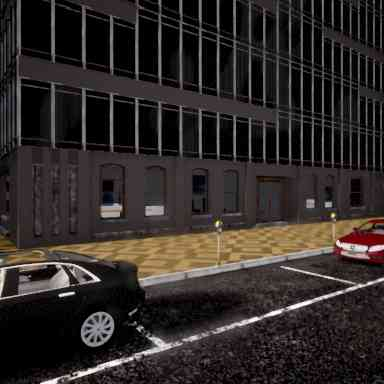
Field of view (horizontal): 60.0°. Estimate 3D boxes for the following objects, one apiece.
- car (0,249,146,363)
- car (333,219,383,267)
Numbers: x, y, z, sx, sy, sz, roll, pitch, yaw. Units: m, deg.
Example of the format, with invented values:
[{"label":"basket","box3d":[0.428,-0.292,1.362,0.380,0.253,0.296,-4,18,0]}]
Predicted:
[{"label":"car","box3d":[-2.795,1.551,4.566,4.403,1.369,2.008,0,0,-35]},{"label":"car","box3d":[6.495,1.582,11.148,4.206,1.307,1.802,0,0,-35]}]
